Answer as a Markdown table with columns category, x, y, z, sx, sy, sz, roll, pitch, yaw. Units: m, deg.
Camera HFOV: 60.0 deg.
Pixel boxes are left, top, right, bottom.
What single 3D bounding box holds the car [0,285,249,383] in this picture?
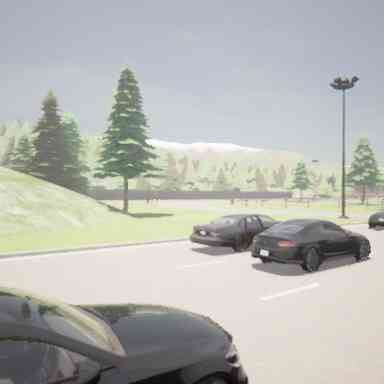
| category | x | y | z | sx | sy | sz | roll | pitch | yaw |
| --- | --- | --- | --- | --- | --- | --- | --- | --- | --- |
| car | -1.642 | 1.526 | 2.576 | 4.674 | 1.442 | 1.812 | 0 | 0 | -36 |

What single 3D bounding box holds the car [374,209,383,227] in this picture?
| category | x | y | z | sx | sy | sz | roll | pitch | yaw |
| --- | --- | --- | --- | --- | --- | --- | --- | --- | --- |
| car | 13.527 | 1.725 | 22.051 | 4.181 | 1.385 | 1.994 | 0 | 0 | -36 |

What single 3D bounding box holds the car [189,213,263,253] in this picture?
| category | x | y | z | sx | sy | sz | roll | pitch | yaw |
| --- | --- | --- | --- | --- | --- | --- | --- | --- | --- |
| car | 2.456 | 1.617 | 14.120 | 5.357 | 1.411 | 2.033 | 0 | 0 | -36 |

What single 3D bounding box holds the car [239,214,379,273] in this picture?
| category | x | y | z | sx | sy | sz | roll | pitch | yaw |
| --- | --- | --- | --- | --- | --- | --- | --- | --- | --- |
| car | 3.953 | 1.590 | 10.900 | 4.674 | 1.442 | 1.812 | 0 | 0 | -36 |
